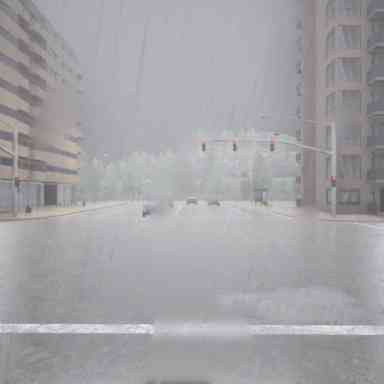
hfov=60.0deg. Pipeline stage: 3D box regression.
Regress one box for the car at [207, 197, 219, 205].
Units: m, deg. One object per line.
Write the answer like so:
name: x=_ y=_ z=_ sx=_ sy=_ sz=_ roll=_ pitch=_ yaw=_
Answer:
car: x=3.588 y=1.547 z=56.803 sx=2.033 sy=1.411 sz=5.357 roll=0 pitch=0 yaw=0

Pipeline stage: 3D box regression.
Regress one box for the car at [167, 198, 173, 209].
car: x=-3.594 y=1.564 z=45.453 sx=1.994 sy=1.385 sz=4.181 roll=0 pitch=0 yaw=0

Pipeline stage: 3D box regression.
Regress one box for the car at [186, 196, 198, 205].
car: x=-0.012 y=1.526 z=60.173 sx=1.812 sy=1.442 sz=4.674 roll=0 pitch=0 yaw=0

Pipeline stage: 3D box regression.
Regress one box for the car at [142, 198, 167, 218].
car: x=-3.469 y=1.526 z=30.393 sx=1.812 sy=1.442 sz=4.674 roll=0 pitch=0 yaw=-3
